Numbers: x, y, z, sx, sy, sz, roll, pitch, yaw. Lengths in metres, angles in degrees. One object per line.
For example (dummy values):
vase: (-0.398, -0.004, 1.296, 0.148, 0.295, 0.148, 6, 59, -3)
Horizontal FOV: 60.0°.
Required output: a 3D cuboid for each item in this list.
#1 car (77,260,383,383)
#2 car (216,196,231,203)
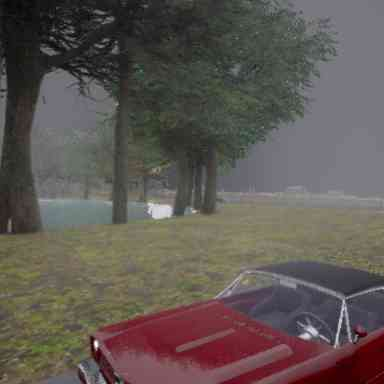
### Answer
car: (1.218, 1.618, 3.938, 4.718, 1.301, 1.895, 0, 0, -35)
car: (5.932, 1.540, 67.511, 2.128, 1.511, 4.902, 3, -2, -35)
